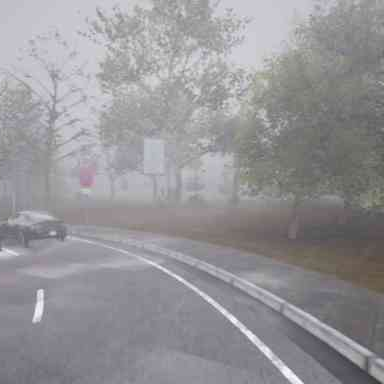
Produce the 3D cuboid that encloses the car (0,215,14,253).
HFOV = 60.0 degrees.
[{"bbox_3d":[-8.155,1.578,11.756,2.128,1.511,4.902,-1,0,-40],"label":"car"}]

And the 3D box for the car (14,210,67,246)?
[{"bbox_3d":[-7.582,1.592,15.662,4.674,1.442,1.812,-1,0,43],"label":"car"}]
